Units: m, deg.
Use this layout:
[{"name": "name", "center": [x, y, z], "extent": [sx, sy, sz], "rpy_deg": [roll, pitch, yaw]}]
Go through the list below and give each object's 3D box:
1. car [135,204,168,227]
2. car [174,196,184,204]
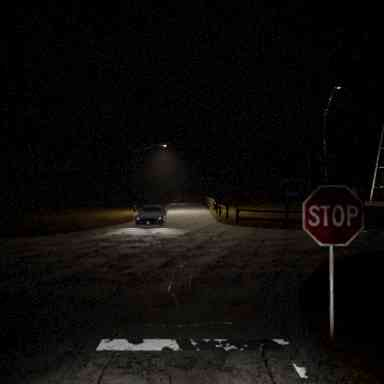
[{"name": "car", "center": [-2.689, 1.582, 22.775], "extent": [1.812, 1.442, 4.674], "rpy_deg": [0, 1, 0]}, {"name": "car", "center": [-2.583, 1.561, 65.798], "extent": [1.812, 1.442, 4.674], "rpy_deg": [0, 0, 0]}]
